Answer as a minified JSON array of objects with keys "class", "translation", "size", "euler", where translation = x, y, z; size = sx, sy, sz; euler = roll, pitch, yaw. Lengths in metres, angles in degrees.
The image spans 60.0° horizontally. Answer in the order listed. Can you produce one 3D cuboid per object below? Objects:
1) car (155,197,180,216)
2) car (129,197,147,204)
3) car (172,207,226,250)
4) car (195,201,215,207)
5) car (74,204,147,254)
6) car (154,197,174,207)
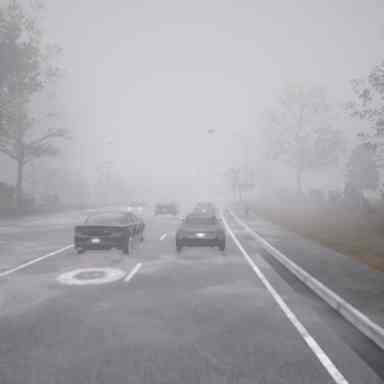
[{"class":"car","translation":[-2.272,1.469,31.795],"size":[1.882,1.535,5.008],"euler":[0,0,4]},{"class":"car","translation":[-7.977,1.508,49.387],"size":[1.812,1.442,4.674],"euler":[0,0,6]},{"class":"car","translation":[0.378,1.561,14.351],"size":[1.994,1.385,4.181],"euler":[0,0,2]},{"class":"car","translation":[1.178,1.558,30.901],"size":[1.994,1.385,4.181],"euler":[0,0,4]},{"class":"car","translation":[-3.149,1.472,13.617],"size":[1.882,1.535,5.008],"euler":[0,0,2]},{"class":"car","translation":[-4.265,1.533,51.138],"size":[2.033,1.411,5.357],"euler":[0,0,6]}]
